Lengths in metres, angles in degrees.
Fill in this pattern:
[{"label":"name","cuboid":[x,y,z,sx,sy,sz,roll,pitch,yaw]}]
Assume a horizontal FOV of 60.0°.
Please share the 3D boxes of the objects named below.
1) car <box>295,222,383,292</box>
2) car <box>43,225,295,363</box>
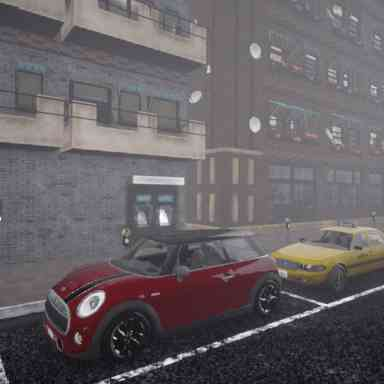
[{"label":"car","cuboid":[4.013,1.527,8.957,4.829,1.417,1.752,0,1,-36]},{"label":"car","cuboid":[-0.363,1.441,5.829,4.097,1.590,1.967,0,1,-36]}]
